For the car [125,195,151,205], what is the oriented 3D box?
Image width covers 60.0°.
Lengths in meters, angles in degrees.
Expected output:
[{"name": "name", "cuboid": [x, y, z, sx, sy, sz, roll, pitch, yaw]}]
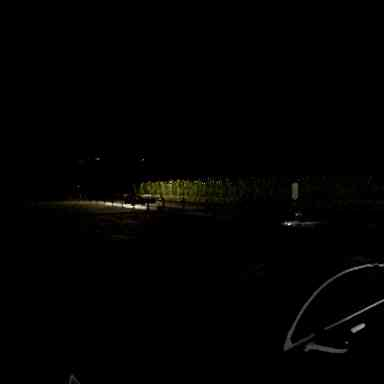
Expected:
[{"name": "car", "cuboid": [-8.298, 1.167, 48.662, 1.837, 1.490, 4.892, 0, 0, -32]}]

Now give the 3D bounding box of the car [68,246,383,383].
[{"name": "car", "cuboid": [1.112, 1.501, 3.903, 4.892, 1.490, 1.837, 0, 0, -36]}]

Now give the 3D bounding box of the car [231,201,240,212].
[{"name": "car", "cuboid": [5.957, 1.299, 33.427, 1.882, 1.535, 5.008, 0, 1, -33]}]

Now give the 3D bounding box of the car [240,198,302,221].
[{"name": "car", "cuboid": [6.306, 1.365, 26.099, 1.837, 1.490, 4.892, 0, 0, -33]}]

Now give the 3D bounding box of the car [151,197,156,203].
[{"name": "car", "cuboid": [-7.807, 1.232, 54.744, 1.895, 1.301, 4.718, 0, 0, -32]}]
